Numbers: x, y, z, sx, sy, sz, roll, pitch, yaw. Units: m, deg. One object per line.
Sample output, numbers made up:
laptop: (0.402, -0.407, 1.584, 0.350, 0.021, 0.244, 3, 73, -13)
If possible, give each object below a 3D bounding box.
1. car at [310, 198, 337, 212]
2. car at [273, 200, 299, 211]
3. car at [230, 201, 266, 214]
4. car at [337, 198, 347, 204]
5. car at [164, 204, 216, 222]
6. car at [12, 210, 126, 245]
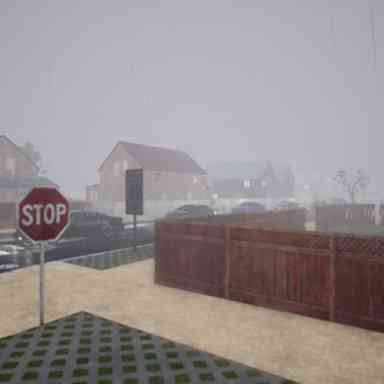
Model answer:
car: (16.844, 1.802, 43.226, 2.128, 1.511, 4.902, 0, 0, 35)
car: (11.565, 1.756, 40.805, 2.128, 1.511, 4.902, 0, 0, 35)
car: (5.514, 1.672, 32.317, 1.882, 1.535, 5.008, 0, 0, 35)
car: (22.881, 1.739, 51.694, 2.097, 1.767, 4.553, 0, 0, 32)
car: (-0.058, 1.637, 24.469, 1.837, 1.490, 4.892, 0, 0, 35)
car: (-5.799, 1.621, 16.439, 2.033, 1.411, 5.357, 0, 0, 37)
